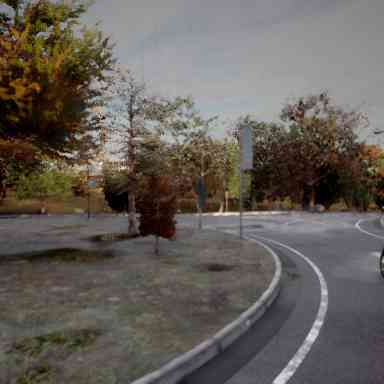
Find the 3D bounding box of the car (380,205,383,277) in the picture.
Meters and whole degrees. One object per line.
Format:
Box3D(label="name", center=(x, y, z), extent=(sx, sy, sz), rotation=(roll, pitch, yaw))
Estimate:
Box3D(label="car", center=(5.208, 1.317, 6.628), extent=(2.097, 1.767, 4.553), rotation=(0, 0, 24))
